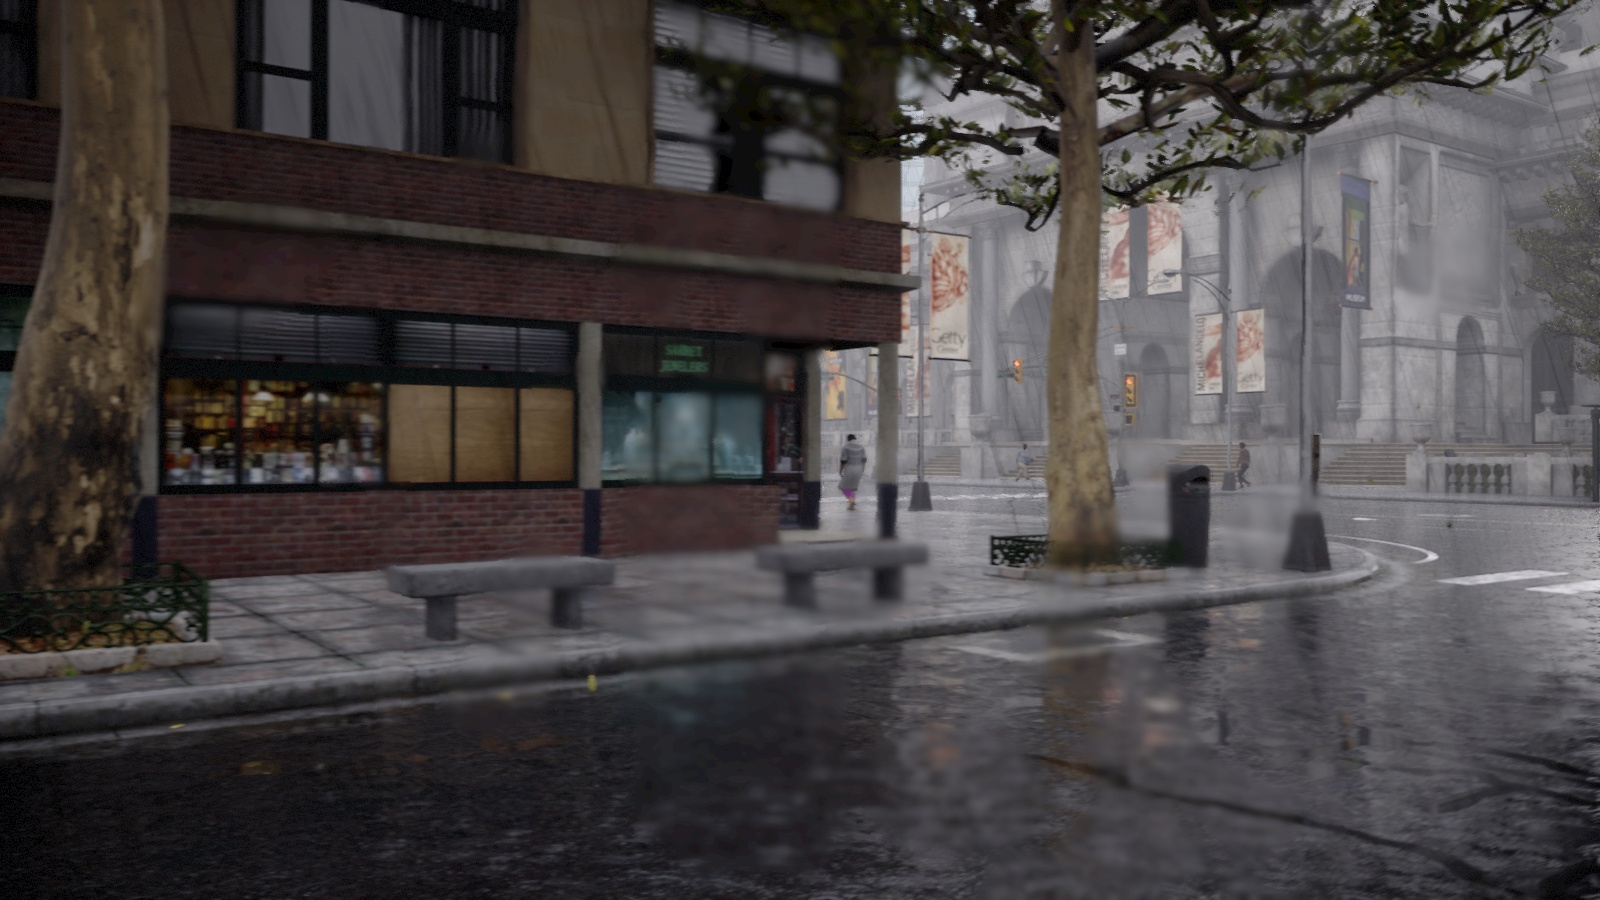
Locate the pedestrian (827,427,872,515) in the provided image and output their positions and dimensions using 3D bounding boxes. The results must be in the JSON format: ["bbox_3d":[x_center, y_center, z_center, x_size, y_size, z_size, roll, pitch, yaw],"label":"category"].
[{"bbox_3d":[1.118,0.469,28.616,0.659,1.952,0.873,0,0,-29],"label":"pedestrian"}]

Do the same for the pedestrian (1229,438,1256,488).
[{"bbox_3d":[16.294,0.480,46.274,0.328,1.805,0.869,0,0,-42],"label":"pedestrian"}]

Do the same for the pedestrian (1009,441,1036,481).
[{"bbox_3d":[10.453,0.524,58.900,0.874,1.855,0.900,0,0,-32],"label":"pedestrian"}]
